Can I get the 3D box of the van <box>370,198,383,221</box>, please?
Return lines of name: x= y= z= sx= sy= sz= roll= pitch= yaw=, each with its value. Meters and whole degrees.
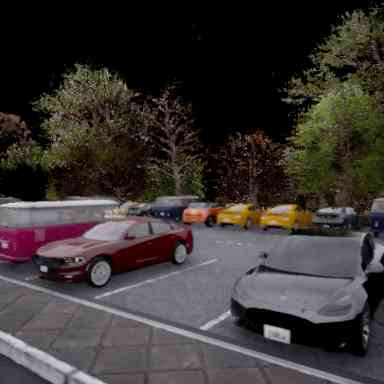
van: x=10.417 y=1.247 z=17.039 sx=1.878 sy=1.987 sz=4.442 roll=0 pitch=0 yaw=36

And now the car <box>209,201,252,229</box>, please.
car: x=3.504 y=1.513 z=21.874 sx=2.097 sy=1.535 sz=5.008 roll=0 pitch=0 yaw=36

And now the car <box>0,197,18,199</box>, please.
car: x=-10.971 y=1.301 z=16.159 sx=2.435 sy=2.045 sz=5.566 roll=0 pitch=0 yaw=36

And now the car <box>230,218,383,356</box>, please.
car: x=2.537 y=1.504 z=6.413 sx=2.163 sy=1.488 sz=4.792 roll=0 pitch=0 yaw=36

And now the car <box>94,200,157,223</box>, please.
car: x=-5.485 y=1.563 z=28.135 sx=1.946 sy=1.575 sz=5.366 roll=0 pitch=0 yaw=36

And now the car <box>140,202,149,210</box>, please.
car: x=-3.136 y=1.552 z=26.661 sx=2.231 sy=1.521 sz=4.892 roll=0 pitch=0 yaw=36

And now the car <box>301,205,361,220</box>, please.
car: x=8.099 y=1.487 z=18.559 sx=2.231 sy=1.521 sz=4.892 roll=0 pitch=0 yaw=36

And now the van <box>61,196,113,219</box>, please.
van: x=-9.900 y=1.390 z=31.693 sx=1.878 sy=1.987 sz=4.442 roll=-1 pitch=0 yaw=36

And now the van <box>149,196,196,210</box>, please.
van: x=-0.817 y=1.312 z=25.141 sx=1.878 sy=1.987 sz=4.442 roll=0 pitch=0 yaw=36

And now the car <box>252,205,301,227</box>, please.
car: x=5.853 y=1.499 z=20.180 sx=2.097 sy=1.535 sz=5.008 roll=0 pitch=0 yaw=36

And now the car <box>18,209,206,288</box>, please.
car: x=-1.944 y=1.500 z=9.689 sx=2.097 sy=1.535 sz=5.008 roll=0 pitch=0 yaw=36

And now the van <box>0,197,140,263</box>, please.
van: x=-4.132 y=1.288 z=11.404 sx=1.878 sy=1.987 sz=4.442 roll=0 pitch=0 yaw=36

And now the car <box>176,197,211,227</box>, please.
car: x=1.343 y=1.400 z=23.400 sx=2.185 sy=1.767 sz=4.553 roll=0 pitch=0 yaw=36
